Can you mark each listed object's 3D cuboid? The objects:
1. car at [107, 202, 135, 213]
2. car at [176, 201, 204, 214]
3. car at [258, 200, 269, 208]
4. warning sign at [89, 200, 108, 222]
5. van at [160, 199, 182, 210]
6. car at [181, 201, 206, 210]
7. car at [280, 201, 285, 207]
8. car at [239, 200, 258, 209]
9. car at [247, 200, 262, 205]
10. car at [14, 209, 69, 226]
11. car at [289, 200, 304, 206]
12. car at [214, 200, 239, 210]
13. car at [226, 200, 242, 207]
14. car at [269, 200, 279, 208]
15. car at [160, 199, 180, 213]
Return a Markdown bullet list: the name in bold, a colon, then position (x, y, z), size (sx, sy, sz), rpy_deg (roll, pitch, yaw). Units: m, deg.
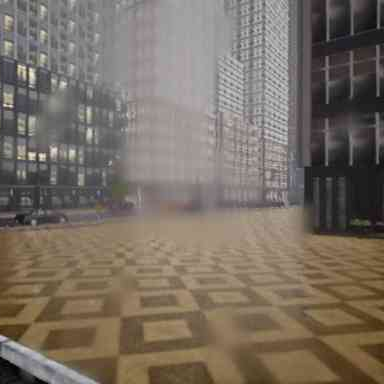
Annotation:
- **car**: position (-9.939, 2.078, 46.867), size (1.967, 1.590, 4.097), rpy_deg (0, -1, 35)
- **car**: position (0.157, 2.317, 46.715), size (1.947, 1.339, 4.313), rpy_deg (0, -1, 35)
- **car**: position (13.027, 2.555, 65.256), size (1.802, 1.307, 4.206), rpy_deg (0, -1, 35)
- **warning sign**: position (-8.482, 1.697, 30.064), size (1.300, 1.860, 1.060), rpy_deg (1, 1, 35)
- **van**: position (-3.506, 2.091, 56.137), size (1.690, 1.788, 3.998), rpy_deg (0, -1, 35)
- **car**: position (0.335, 2.323, 56.944), size (1.812, 1.442, 4.674), rpy_deg (0, 0, 35)
- **car**: position (19.462, 2.649, 74.526), size (1.947, 1.339, 4.313), rpy_deg (0, -1, 35)
- **car**: position (9.810, 2.484, 60.620), size (1.947, 1.339, 4.313), rpy_deg (0, -1, 35)
- **car**: position (15.793, 2.647, 83.939), size (1.947, 1.339, 4.313), rpy_deg (0, -1, 35)
- **car**: position (-12.605, 2.077, 28.102), size (2.008, 1.369, 4.403), rpy_deg (0, -1, 35)
- **car**: position (25.897, 2.759, 83.797), size (1.947, 1.339, 4.313), rpy_deg (0, -1, 35)
- **car**: position (5.936, 2.223, 59.742), size (2.097, 1.767, 4.553), rpy_deg (0, 0, 35)
- **car**: position (9.361, 2.553, 74.671), size (1.802, 1.307, 4.206), rpy_deg (0, -1, 35)
- **car**: position (16.245, 2.468, 69.892), size (1.967, 1.590, 4.097), rpy_deg (0, -1, 35)
- **car**: position (-2.477, 2.075, 47.615), size (2.097, 1.767, 4.553), rpy_deg (0, 0, 35)
